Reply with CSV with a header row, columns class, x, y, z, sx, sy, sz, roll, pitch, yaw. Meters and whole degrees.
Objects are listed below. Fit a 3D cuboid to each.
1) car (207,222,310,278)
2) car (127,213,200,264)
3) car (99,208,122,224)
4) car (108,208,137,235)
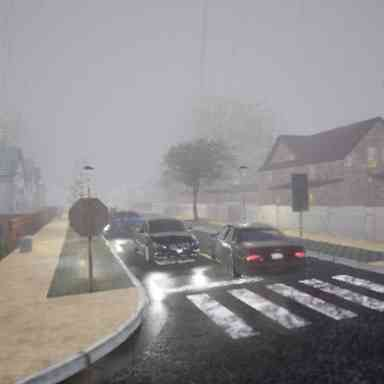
class,x,y,z,sx,sy,sz,roll,pitch,yaw
car,1.804,1.696,10.745,2.033,1.411,5.357,-2,-1,-8
car,-1.198,1.795,13.441,1.837,1.490,4.892,-2,-1,-19
car,-8.627,2.435,34.994,1.994,1.385,4.181,-2,-1,-19
car,-4.534,2.028,23.111,1.882,1.535,5.008,-2,-1,-19
